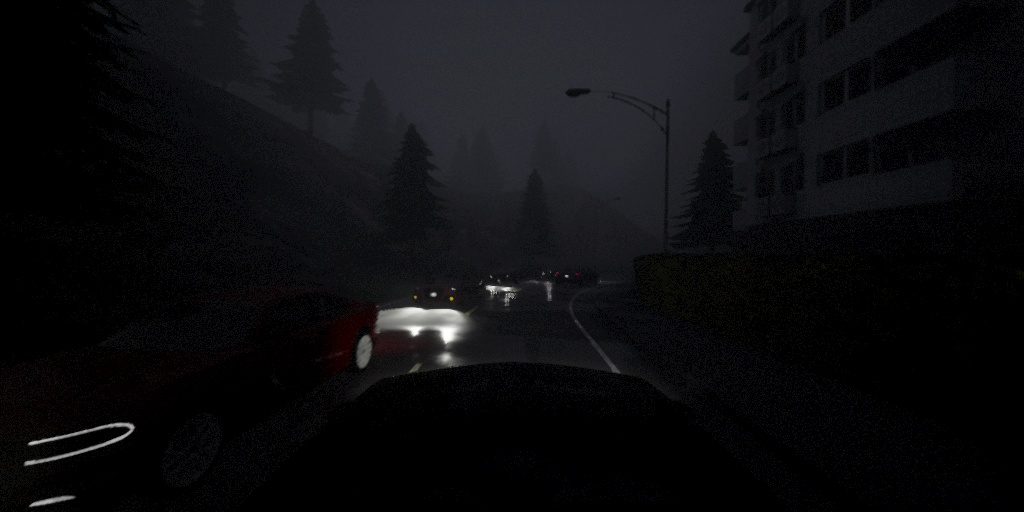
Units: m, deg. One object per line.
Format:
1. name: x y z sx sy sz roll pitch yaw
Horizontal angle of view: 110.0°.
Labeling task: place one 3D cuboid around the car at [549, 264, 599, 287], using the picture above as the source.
1. car: 4.552 1.284 24.778 1.994 1.385 4.181 1 0 31

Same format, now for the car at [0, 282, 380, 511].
1. car: -3.473 1.170 4.640 1.882 1.535 5.008 1 0 3

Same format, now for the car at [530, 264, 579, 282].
1. car: 3.587 1.316 29.458 1.895 1.301 4.718 1 -1 36

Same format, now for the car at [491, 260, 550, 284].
1. car: 0.632 1.022 25.376 2.033 1.411 5.357 -5 1 35

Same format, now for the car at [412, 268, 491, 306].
1. car: -2.514 1.228 15.154 1.994 1.385 4.181 1 0 11
